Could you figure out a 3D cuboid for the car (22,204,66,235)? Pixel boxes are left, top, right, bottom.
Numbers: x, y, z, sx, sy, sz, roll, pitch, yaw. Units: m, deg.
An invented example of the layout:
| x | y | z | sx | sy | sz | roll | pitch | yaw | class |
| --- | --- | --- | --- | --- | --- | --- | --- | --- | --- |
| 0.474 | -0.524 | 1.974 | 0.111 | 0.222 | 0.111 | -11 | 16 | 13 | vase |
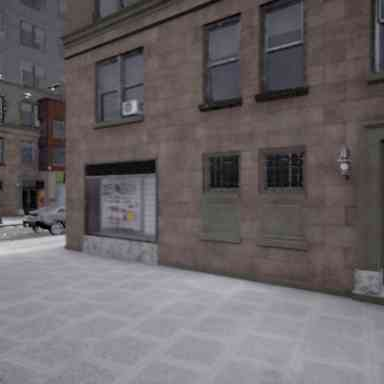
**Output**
| x | y | z | sx | sy | sz | roll | pitch | yaw | class |
| --- | --- | --- | --- | --- | --- | --- | --- | --- | --- |
| -6.734 | 1.422 | 18.412 | 2.128 | 1.511 | 4.902 | 0 | 0 | 35 | car |
